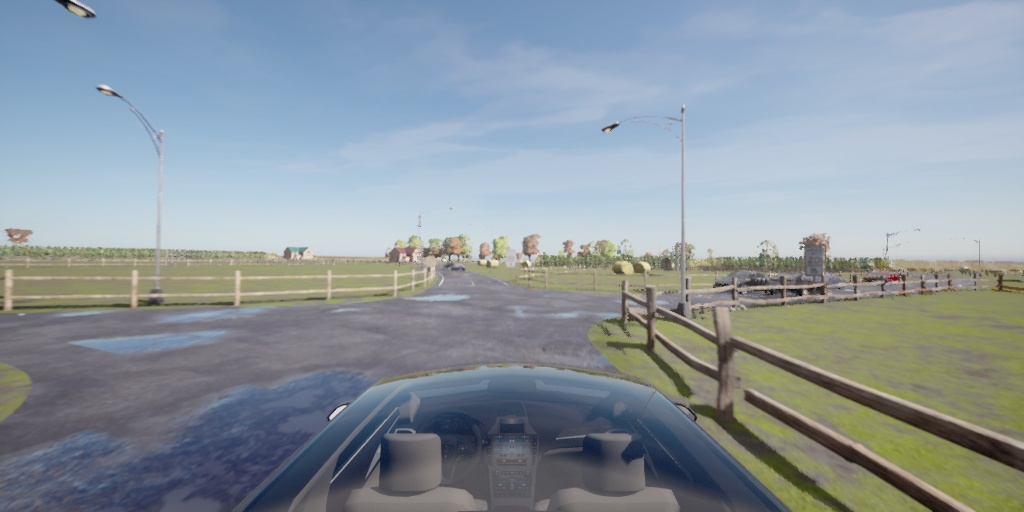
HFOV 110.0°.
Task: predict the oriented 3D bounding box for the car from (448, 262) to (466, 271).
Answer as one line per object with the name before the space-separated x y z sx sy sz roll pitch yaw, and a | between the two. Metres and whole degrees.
car | -9.568 2.055 63.777 1.895 1.301 4.718 0 -1 -19

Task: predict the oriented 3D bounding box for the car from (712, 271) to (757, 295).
car | 15.920 1.820 24.690 4.892 1.490 1.837 1 -1 -27

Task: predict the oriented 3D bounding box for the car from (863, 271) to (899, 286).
car | 38.495 2.288 37.430 5.008 1.535 1.882 1 -1 -32

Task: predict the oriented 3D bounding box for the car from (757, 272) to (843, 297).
car | 18.063 1.785 22.467 4.902 1.511 2.128 1 -1 -27

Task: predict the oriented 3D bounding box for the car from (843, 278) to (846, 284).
car | 25.822 2.075 29.956 5.357 1.411 2.033 1 -1 -29
